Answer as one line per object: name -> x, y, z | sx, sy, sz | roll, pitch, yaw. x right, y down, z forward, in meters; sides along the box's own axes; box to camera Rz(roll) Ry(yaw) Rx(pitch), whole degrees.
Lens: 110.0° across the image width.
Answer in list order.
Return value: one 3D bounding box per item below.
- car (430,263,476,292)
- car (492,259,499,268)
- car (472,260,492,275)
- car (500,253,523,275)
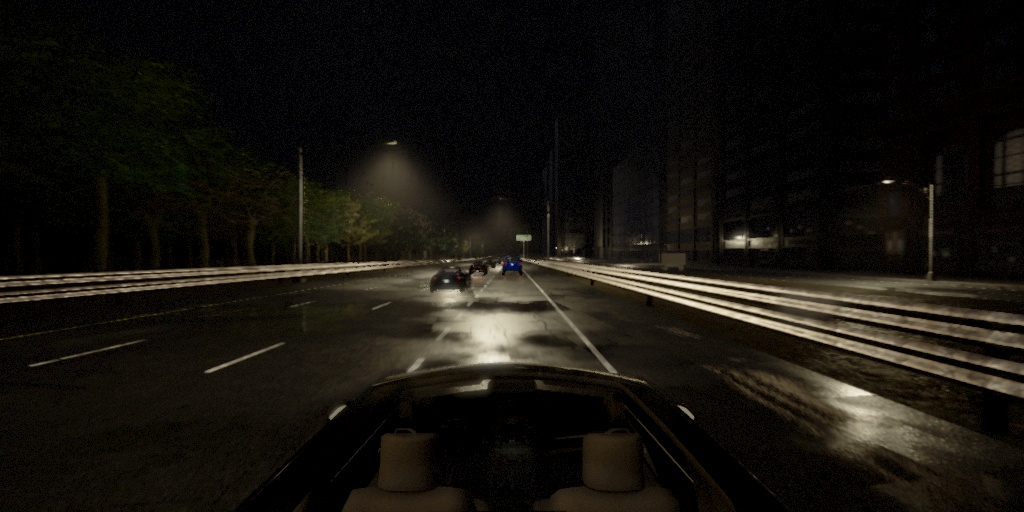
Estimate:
car -> -3.527, 1.334, 21.319 | 1.994, 1.385, 4.181 | 0, 0, 0
car -> -3.703, 1.369, 61.863 | 1.837, 1.490, 4.892 | 0, 0, 0
car -> -3.584, 1.311, 39.342 | 1.837, 1.490, 4.892 | 0, 0, 0
car -> 0.017, 1.029, 40.850 | 2.150, 2.045, 5.566 | 0, 0, 0
